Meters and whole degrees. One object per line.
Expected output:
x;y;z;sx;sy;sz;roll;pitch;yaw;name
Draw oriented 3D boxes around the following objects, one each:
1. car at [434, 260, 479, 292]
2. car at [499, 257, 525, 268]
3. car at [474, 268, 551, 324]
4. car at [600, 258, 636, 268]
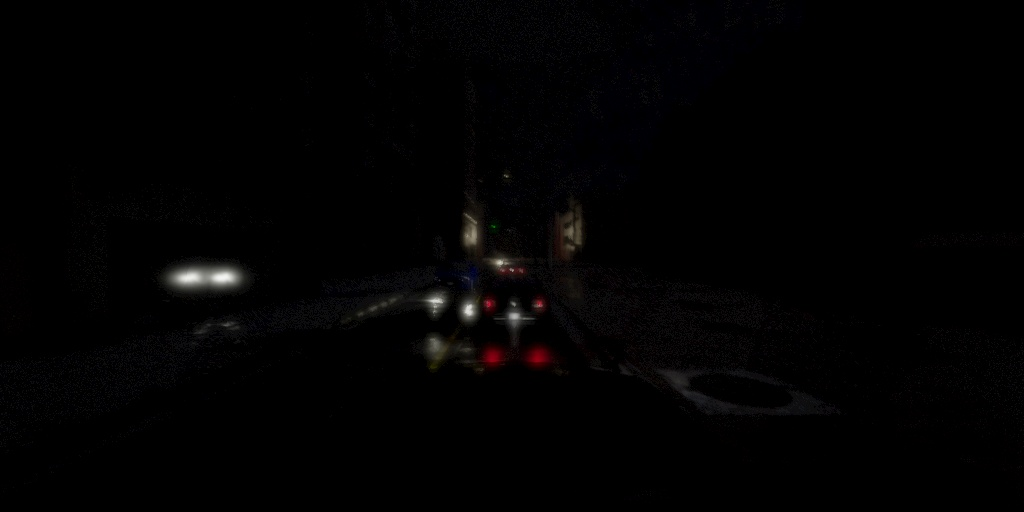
-2.878;0.986;19.285;1.882;1.535;5.008;0;1;0;car
0.041;1.001;27.166;1.895;1.301;4.718;0;1;0;car
0.069;1.219;11.332;1.895;1.301;4.718;0;1;0;car
13.135;0.856;44.528;4.313;1.339;1.948;0;0;0;car
